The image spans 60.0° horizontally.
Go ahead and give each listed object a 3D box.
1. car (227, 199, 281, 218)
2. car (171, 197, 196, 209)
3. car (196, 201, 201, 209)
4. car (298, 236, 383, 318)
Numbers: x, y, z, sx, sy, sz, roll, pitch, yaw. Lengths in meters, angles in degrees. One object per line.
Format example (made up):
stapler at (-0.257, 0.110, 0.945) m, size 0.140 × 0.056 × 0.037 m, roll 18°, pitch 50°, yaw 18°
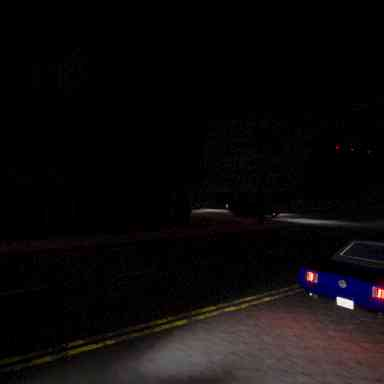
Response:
car at (5.758, 1.601, 30.322) m, size 1.895 × 1.301 × 4.718 m, roll 0°, pitch 0°, yaw -36°
car at (-1.995, 1.478, 41.136) m, size 1.882 × 1.535 × 5.008 m, roll 0°, pitch 1°, yaw -36°
car at (-0.721, 1.491, 45.371) m, size 2.128 × 1.511 × 4.902 m, roll 0°, pitch 0°, yaw -36°
car at (4.427, 1.601, 6.925) m, size 4.718 × 1.301 × 1.895 m, roll 0°, pitch 0°, yaw -35°
